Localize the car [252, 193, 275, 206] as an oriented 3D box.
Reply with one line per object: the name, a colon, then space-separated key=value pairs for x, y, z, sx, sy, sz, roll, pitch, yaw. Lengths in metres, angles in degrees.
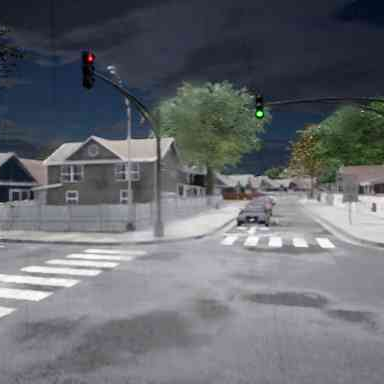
car: x=6.330 y=1.244 z=30.800 sx=2.097 sy=1.767 sz=4.553 roll=-1 pitch=0 yaw=15

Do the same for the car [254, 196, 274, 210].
car: x=8.887 y=1.340 z=40.820 sx=2.128 sy=1.511 sz=4.902 roll=-1 pitch=0 yaw=14

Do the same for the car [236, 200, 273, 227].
car: x=4.124 y=1.492 z=22.120 sx=1.994 sy=1.385 sz=4.181 roll=-1 pitch=0 yaw=14
